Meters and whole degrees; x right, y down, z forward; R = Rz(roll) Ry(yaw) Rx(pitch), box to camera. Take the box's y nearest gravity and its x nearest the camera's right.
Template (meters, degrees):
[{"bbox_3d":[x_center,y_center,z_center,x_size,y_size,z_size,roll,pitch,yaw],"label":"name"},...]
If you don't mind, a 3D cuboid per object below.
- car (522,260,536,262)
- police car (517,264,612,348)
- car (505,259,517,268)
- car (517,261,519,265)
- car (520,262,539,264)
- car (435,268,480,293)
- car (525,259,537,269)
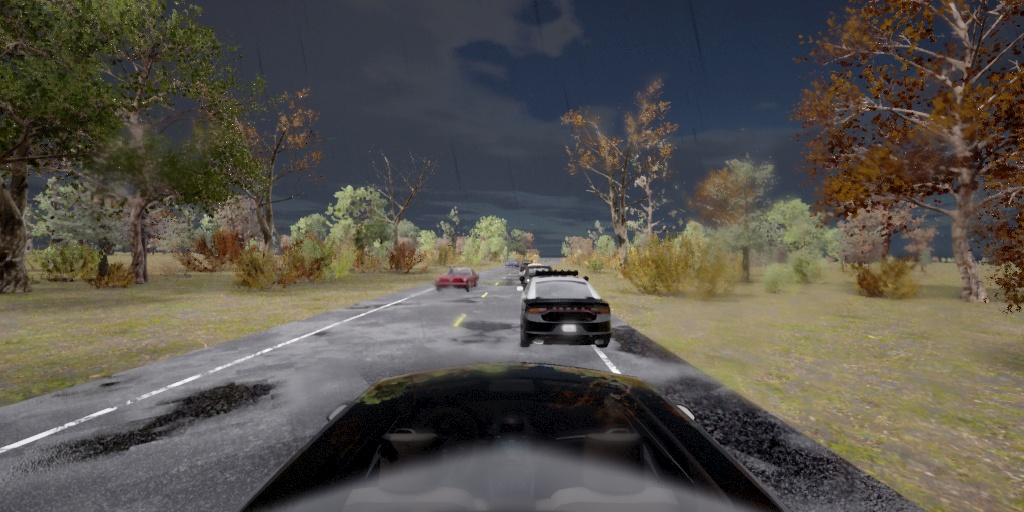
[{"bbox_3d":[1.686,1.218,25.405,1.801,1.575,5.366,0,0,3],"label":"car"},{"bbox_3d":[1.152,1.177,9.404,1.930,1.638,5.238,0,0,1],"label":"police car"},{"bbox_3d":[0.017,1.253,63.713,2.097,1.767,4.553,0,0,6],"label":"car"},{"bbox_3d":[2.110,1.331,47.897,1.837,1.490,4.892,0,0,6],"label":"car"},{"bbox_3d":[1.431,1.263,19.246,1.837,1.490,4.892,0,0,2],"label":"car"},{"bbox_3d":[-3.129,1.359,21.193,1.895,1.301,4.718,0,0,2],"label":"car"},{"bbox_3d":[3.236,1.365,60.755,1.882,1.535,5.008,0,0,6],"label":"car"}]
